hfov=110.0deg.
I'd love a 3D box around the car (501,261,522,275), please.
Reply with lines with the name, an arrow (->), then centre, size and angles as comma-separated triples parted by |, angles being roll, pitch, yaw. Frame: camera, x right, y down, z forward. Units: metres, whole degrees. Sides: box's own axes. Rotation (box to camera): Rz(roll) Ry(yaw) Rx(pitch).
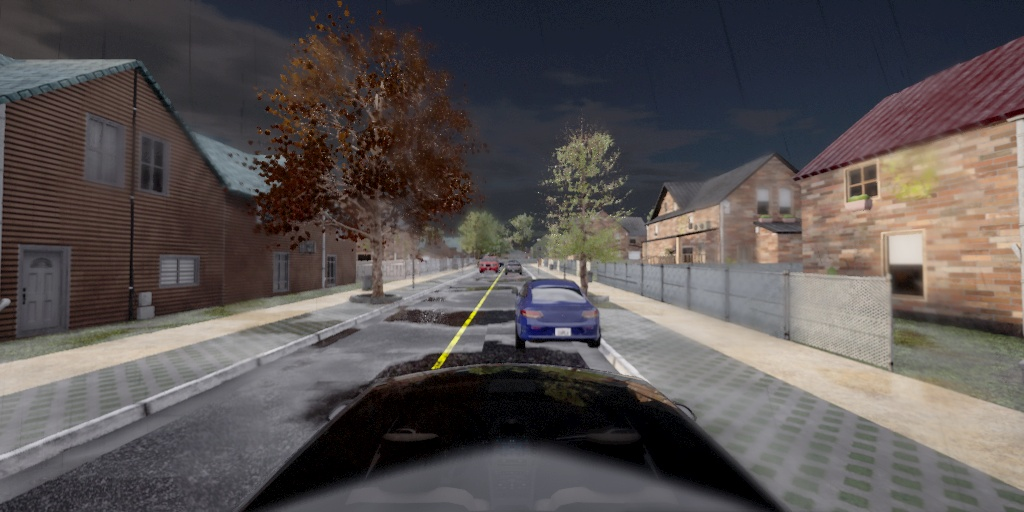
car -> 0.173, 1.332, 40.010 | 2.128, 1.511, 4.902 | 0, 0, 0

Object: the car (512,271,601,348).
car -> 0.983, 1.292, 9.155 | 1.812, 1.442, 4.674 | 0, 0, 0

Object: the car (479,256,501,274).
car -> -2.750, 1.073, 43.920 | 2.150, 2.045, 5.566 | 0, 0, 0
